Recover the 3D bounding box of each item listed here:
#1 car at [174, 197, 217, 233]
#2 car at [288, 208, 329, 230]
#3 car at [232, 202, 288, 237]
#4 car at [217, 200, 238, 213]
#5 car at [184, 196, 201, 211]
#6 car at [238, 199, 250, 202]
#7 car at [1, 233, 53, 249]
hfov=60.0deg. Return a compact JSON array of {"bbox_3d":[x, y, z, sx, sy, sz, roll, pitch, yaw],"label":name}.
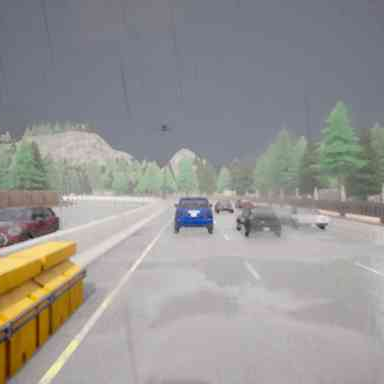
[{"bbox_3d":[0.097,1.282,20.066,2.150,2.045,5.566,0,0,0],"label":"car"},{"bbox_3d":[7.097,1.663,21.648,1.895,1.301,4.718,0,0,0],"label":"car"},{"bbox_3d":[3.597,1.559,18.512,1.837,1.490,4.892,0,0,0],"label":"car"},{"bbox_3d":[3.588,1.657,38.059,2.033,1.411,5.357,0,0,0],"label":"car"},{"bbox_3d":[0.047,1.475,42.832,2.097,1.767,4.553,0,0,-1],"label":"car"},{"bbox_3d":[6.981,1.656,45.368,1.812,1.442,4.674,0,0,-2],"label":"car"},{"bbox_3d":[-7.076,1.392,13.687,2.097,1.767,4.553,0,0,0],"label":"car"}]
